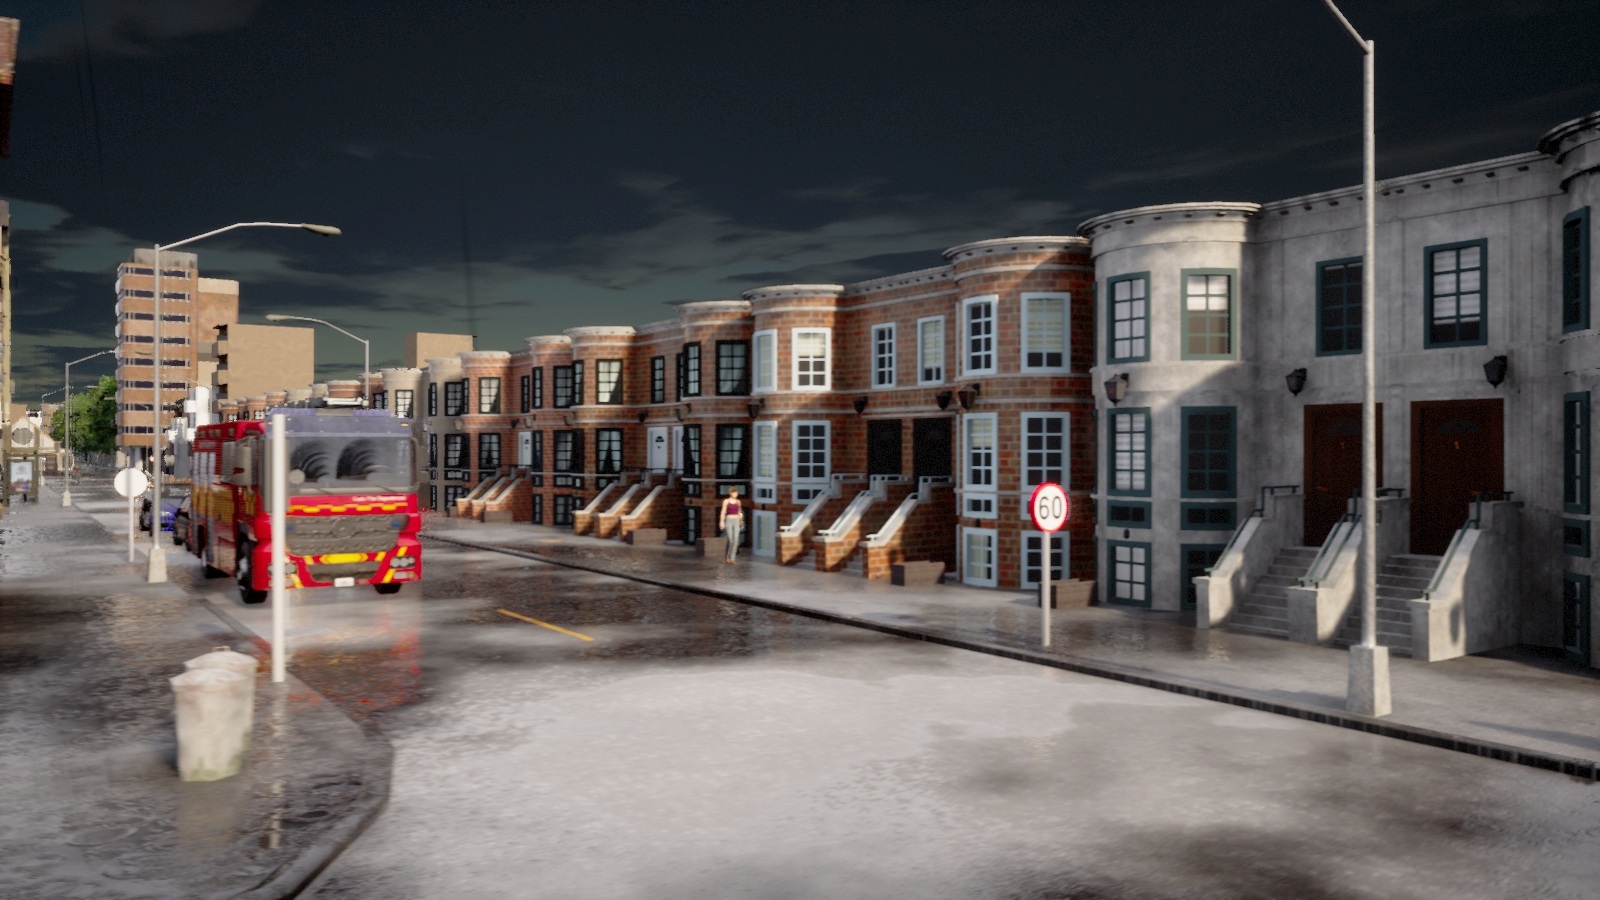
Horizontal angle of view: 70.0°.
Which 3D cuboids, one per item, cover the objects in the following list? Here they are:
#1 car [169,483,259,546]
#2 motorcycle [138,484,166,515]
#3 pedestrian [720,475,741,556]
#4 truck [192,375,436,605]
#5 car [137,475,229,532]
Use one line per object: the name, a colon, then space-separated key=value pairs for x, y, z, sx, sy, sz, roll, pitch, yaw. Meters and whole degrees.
car: x=-16.903 y=1.802 z=32.886 sx=1.789 sy=1.549 sz=3.705 roll=0 pitch=0 yaw=-35
motorcycle: x=-26.169 y=1.996 z=46.143 sx=0.803 sy=1.145 sz=2.033 roll=0 pitch=0 yaw=-35
pedestrian: x=-1.627 y=1.532 z=26.850 sx=0.375 sy=1.860 sz=0.375 roll=0 pitch=0 yaw=-25
truck: x=-10.210 y=0.674 z=23.338 sx=2.891 sy=3.827 sz=8.468 roll=0 pitch=0 yaw=-35
car: x=-20.917 y=1.751 z=38.633 sx=2.242 sy=1.667 sz=4.611 roll=0 pitch=0 yaw=-35
